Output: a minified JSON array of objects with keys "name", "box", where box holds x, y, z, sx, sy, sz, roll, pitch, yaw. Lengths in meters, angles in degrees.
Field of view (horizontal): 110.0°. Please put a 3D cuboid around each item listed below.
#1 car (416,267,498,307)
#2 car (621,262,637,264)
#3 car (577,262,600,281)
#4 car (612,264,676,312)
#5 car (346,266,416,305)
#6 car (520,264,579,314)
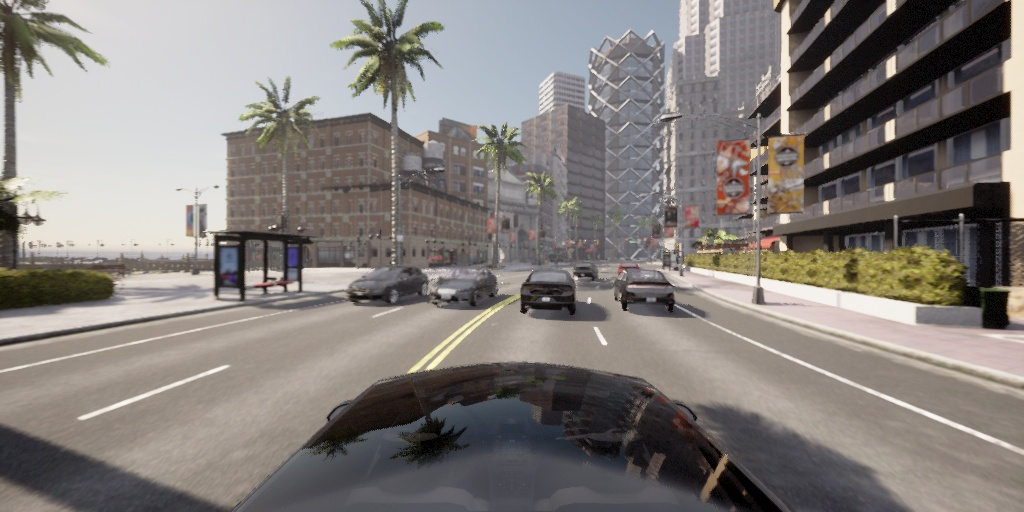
[{"name":"car","box":[-1.923,1.225,15.517,2.128,1.511,4.902,0,0,12]},{"name":"car","box":[10.770,1.271,33.109,1.882,1.535,5.008,0,0,18]},{"name":"car","box":[6.391,1.275,30.976,1.837,1.490,4.892,0,0,18]},{"name":"car","box":[5.201,1.263,14.512,2.128,1.511,4.902,0,0,12]},{"name":"car","box":[-5.362,1.219,16.137,1.837,1.490,4.892,0,0,12]},{"name":"car","box":[1.512,1.226,13.875,1.882,1.535,5.008,0,0,10]}]
